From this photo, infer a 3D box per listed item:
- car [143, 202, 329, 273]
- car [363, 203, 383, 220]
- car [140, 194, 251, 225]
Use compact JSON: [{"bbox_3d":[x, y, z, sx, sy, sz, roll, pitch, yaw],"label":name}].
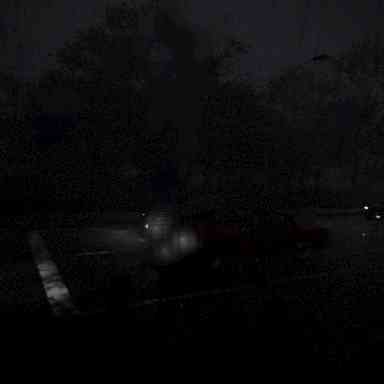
[{"bbox_3d":[1.337,1.108,8.811,4.718,1.301,1.895,1,4,-30],"label":"car"},{"bbox_3d":[11.829,1.032,18.764,4.718,1.301,1.895,1,4,-29],"label":"car"},{"bbox_3d":[0.831,0.806,12.531,5.357,1.411,2.033,1,4,-30],"label":"car"}]
